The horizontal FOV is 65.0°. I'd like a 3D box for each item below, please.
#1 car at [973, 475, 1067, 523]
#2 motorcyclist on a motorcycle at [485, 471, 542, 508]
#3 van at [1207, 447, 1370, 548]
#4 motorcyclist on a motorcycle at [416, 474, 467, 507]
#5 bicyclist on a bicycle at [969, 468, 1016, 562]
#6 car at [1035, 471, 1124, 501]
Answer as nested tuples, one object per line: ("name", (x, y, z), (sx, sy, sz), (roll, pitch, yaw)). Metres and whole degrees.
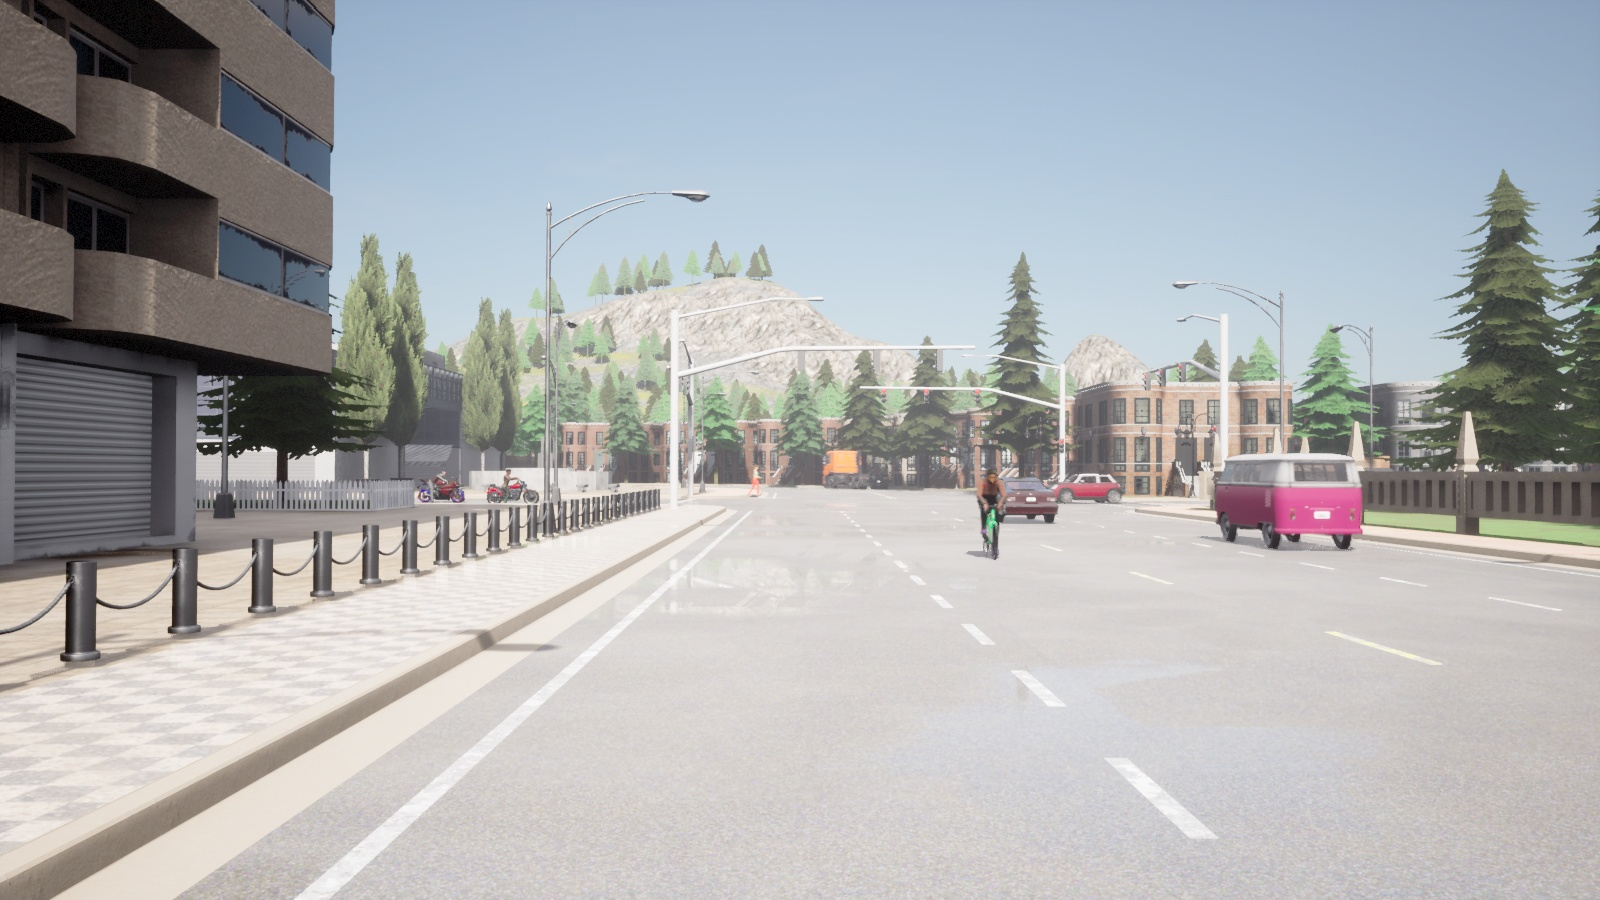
("car", (6.898, 1.504, 39.958), (2.033, 1.411, 5.357), (0, -1, 0))
("motorcyclist on a motorcycle", (-12.683, 1.747, 55.582), (2.350, 1.649, 0.766), (0, -1, 0))
("van", (10.430, 0.981, 27.209), (1.775, 1.987, 4.442), (0, -1, 0))
("motorcyclist on a motorcycle", (-16.851, 1.906, 59.067), (2.191, 1.530, 0.866), (0, -1, 0))
("bicyclist on a bicycle", (3.441, 1.131, 22.535), (0.582, 1.620, 1.656), (0, -1, 0))
("car", (13.803, 1.764, 62.066), (3.806, 1.475, 1.970), (0, -1, -11))
